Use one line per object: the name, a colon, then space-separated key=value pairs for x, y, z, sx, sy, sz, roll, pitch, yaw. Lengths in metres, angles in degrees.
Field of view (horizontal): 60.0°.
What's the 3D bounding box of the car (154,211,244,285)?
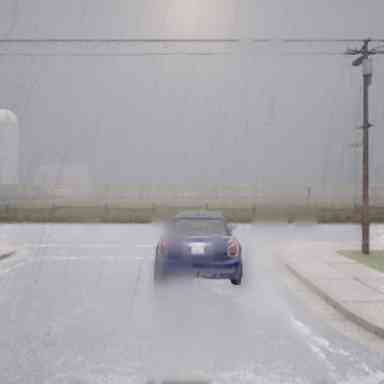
car: x=0.251 y=1.326 z=9.590 sx=2.097 sy=1.767 sz=4.553 roll=0 pitch=0 yaw=3
